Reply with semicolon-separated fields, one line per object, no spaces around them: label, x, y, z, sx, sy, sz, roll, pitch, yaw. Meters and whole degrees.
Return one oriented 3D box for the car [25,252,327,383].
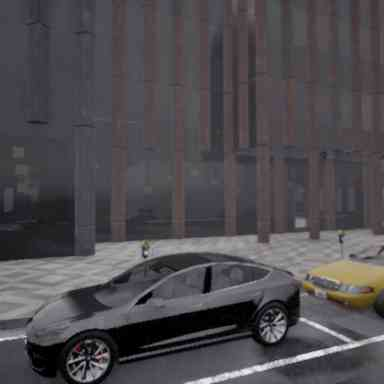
car;-0.248;1.718;5.367;4.313;1.339;1.947;0;-2;-24

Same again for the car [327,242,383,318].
car;4.757;1.712;7.567;4.829;1.417;1.752;0;-2;-24
